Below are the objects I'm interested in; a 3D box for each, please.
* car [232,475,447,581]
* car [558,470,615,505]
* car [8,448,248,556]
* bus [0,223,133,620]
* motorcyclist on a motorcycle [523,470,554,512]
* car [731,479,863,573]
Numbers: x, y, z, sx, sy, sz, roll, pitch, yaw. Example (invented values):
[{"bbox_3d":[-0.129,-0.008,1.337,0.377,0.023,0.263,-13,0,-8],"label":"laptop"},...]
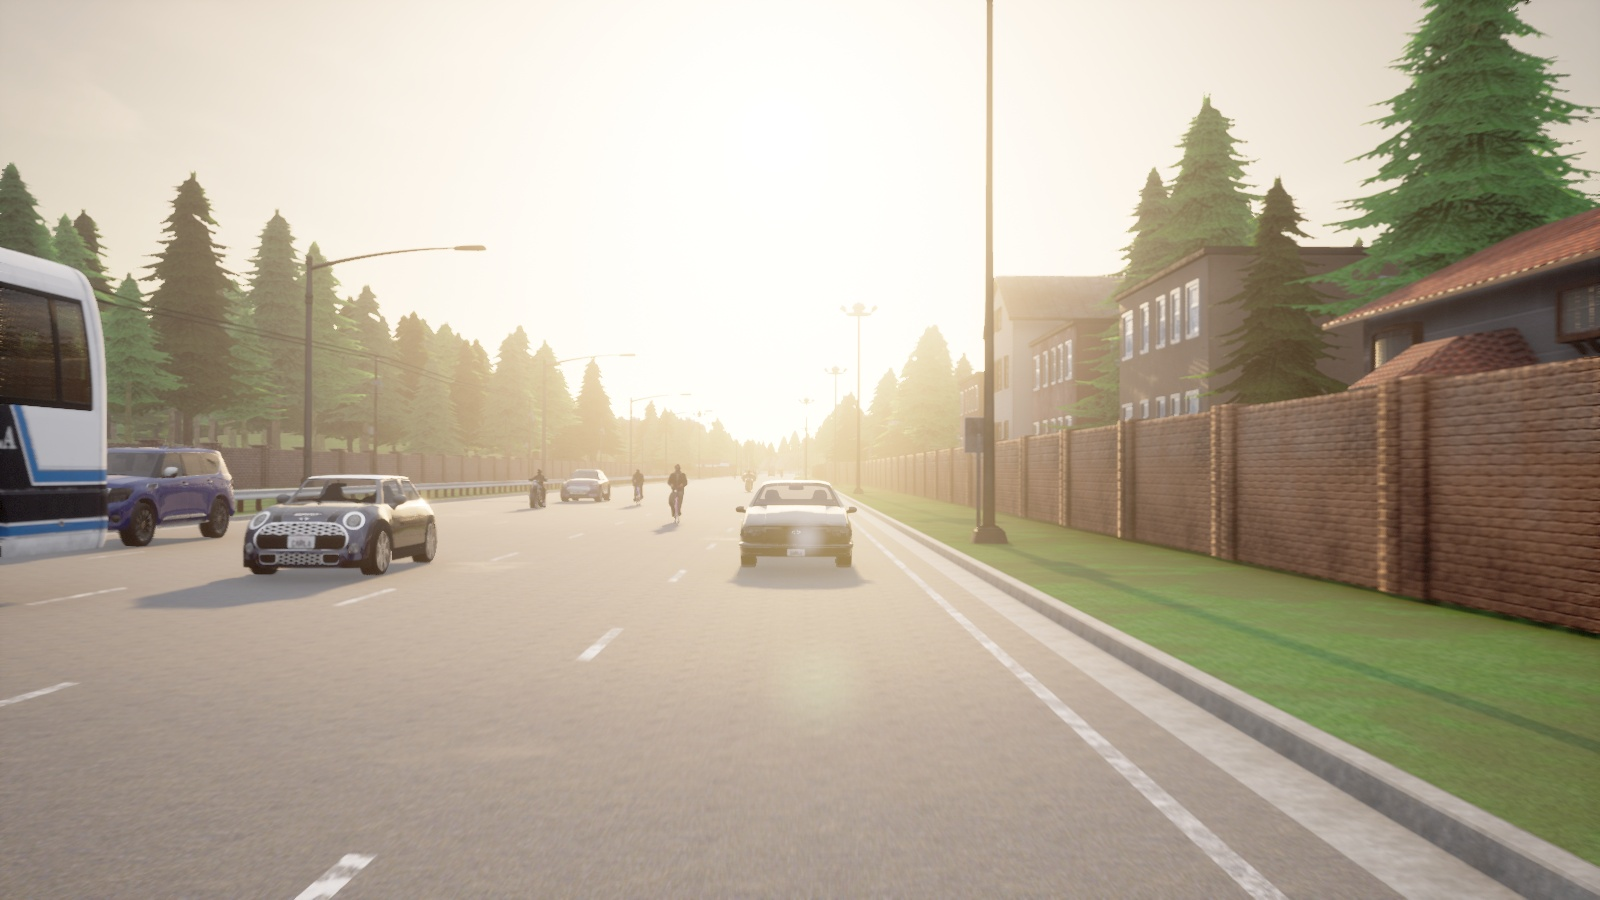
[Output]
[{"bbox_3d":[-7.048,1.137,19.670,1.970,1.475,3.806,0,-1,0],"label":"car"},{"bbox_3d":[-10.653,1.839,62.912,2.033,1.649,4.856,0,-1,0],"label":"car"},{"bbox_3d":[-14.066,1.038,26.797,2.150,2.045,5.566,0,-1,0],"label":"car"},{"bbox_3d":[-10.533,-0.336,10.991,3.944,4.253,10.273,0,-1,0],"label":"bus"},{"bbox_3d":[-10.625,1.662,51.122,0.766,1.649,2.350,0,-1,0],"label":"motorcyclist on a motorcycle"},{"bbox_3d":[-0.053,1.230,21.990,2.033,1.411,5.357,0,-1,0],"label":"car"}]
